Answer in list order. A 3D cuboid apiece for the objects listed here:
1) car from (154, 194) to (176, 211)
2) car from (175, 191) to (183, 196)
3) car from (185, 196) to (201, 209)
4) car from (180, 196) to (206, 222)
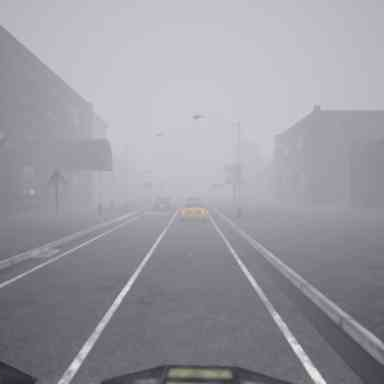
[{"bbox_3d":[-3.095,1.259,36.798,2.128,1.511,4.902,0,0,0],"label":"car"},{"bbox_3d":[-3.001,0.574,77.653,1.837,1.490,4.892,0,0,0],"label":"car"},{"bbox_3d":[0.099,1.232,41.213,1.837,1.490,4.892,0,0,0],"label":"car"},{"bbox_3d":[0.099,1.320,24.613,1.801,1.575,5.366,0,0,0],"label":"car"}]
